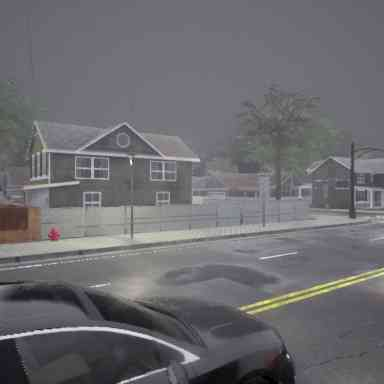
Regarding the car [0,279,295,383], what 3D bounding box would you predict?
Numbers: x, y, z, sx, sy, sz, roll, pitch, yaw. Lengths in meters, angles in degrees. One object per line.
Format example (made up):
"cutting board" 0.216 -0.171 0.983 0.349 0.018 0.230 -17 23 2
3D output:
"car" -1.240 1.506 2.553 4.892 1.490 1.837 0 0 -35
